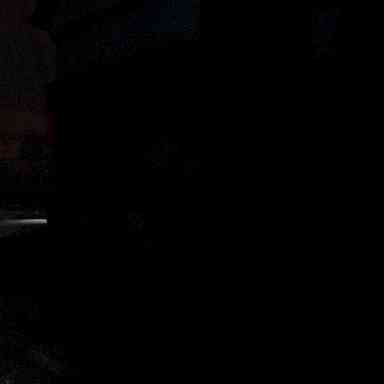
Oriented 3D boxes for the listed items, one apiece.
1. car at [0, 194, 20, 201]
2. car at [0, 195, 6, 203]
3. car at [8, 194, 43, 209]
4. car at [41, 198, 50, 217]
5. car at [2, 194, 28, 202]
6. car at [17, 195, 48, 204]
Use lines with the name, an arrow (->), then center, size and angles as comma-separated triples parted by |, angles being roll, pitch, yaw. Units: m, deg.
car -> -44.366, 1.365, 80.254 | 2.007, 1.523, 4.514 | 0, 0, 35
car -> -36.593, 1.343, 65.349 | 1.845, 1.501, 3.633 | 0, 0, 35
car -> -18.914, 1.318, 39.519 | 2.007, 1.523, 4.514 | 0, 0, 35
car -> -9.354, 1.390, 26.559 | 1.994, 1.385, 4.181 | 0, 0, 36
car -> -41.781, 1.356, 78.475 | 2.152, 1.636, 5.027 | 0, 0, 35
car -> -28.481, 1.321, 59.512 | 2.007, 1.523, 4.514 | 0, 0, 35
